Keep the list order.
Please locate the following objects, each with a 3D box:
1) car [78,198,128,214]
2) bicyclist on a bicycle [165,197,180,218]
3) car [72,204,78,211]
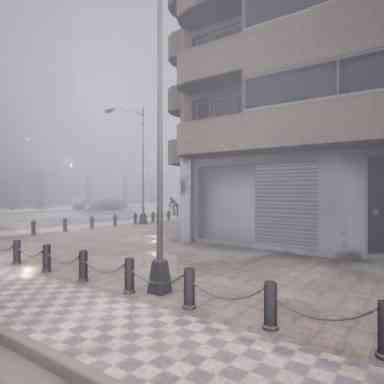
[{"bbox_3d":[-8.975,1.417,34.960,2.128,1.511,4.902,0,0,36],"label":"car"},{"bbox_3d":[-1.539,1.235,26.504,1.656,1.620,0.582,0,0,36],"label":"bicyclist on a bicycle"},{"bbox_3d":[-11.191,1.524,37.867,1.895,1.301,4.718,0,0,36],"label":"car"}]
